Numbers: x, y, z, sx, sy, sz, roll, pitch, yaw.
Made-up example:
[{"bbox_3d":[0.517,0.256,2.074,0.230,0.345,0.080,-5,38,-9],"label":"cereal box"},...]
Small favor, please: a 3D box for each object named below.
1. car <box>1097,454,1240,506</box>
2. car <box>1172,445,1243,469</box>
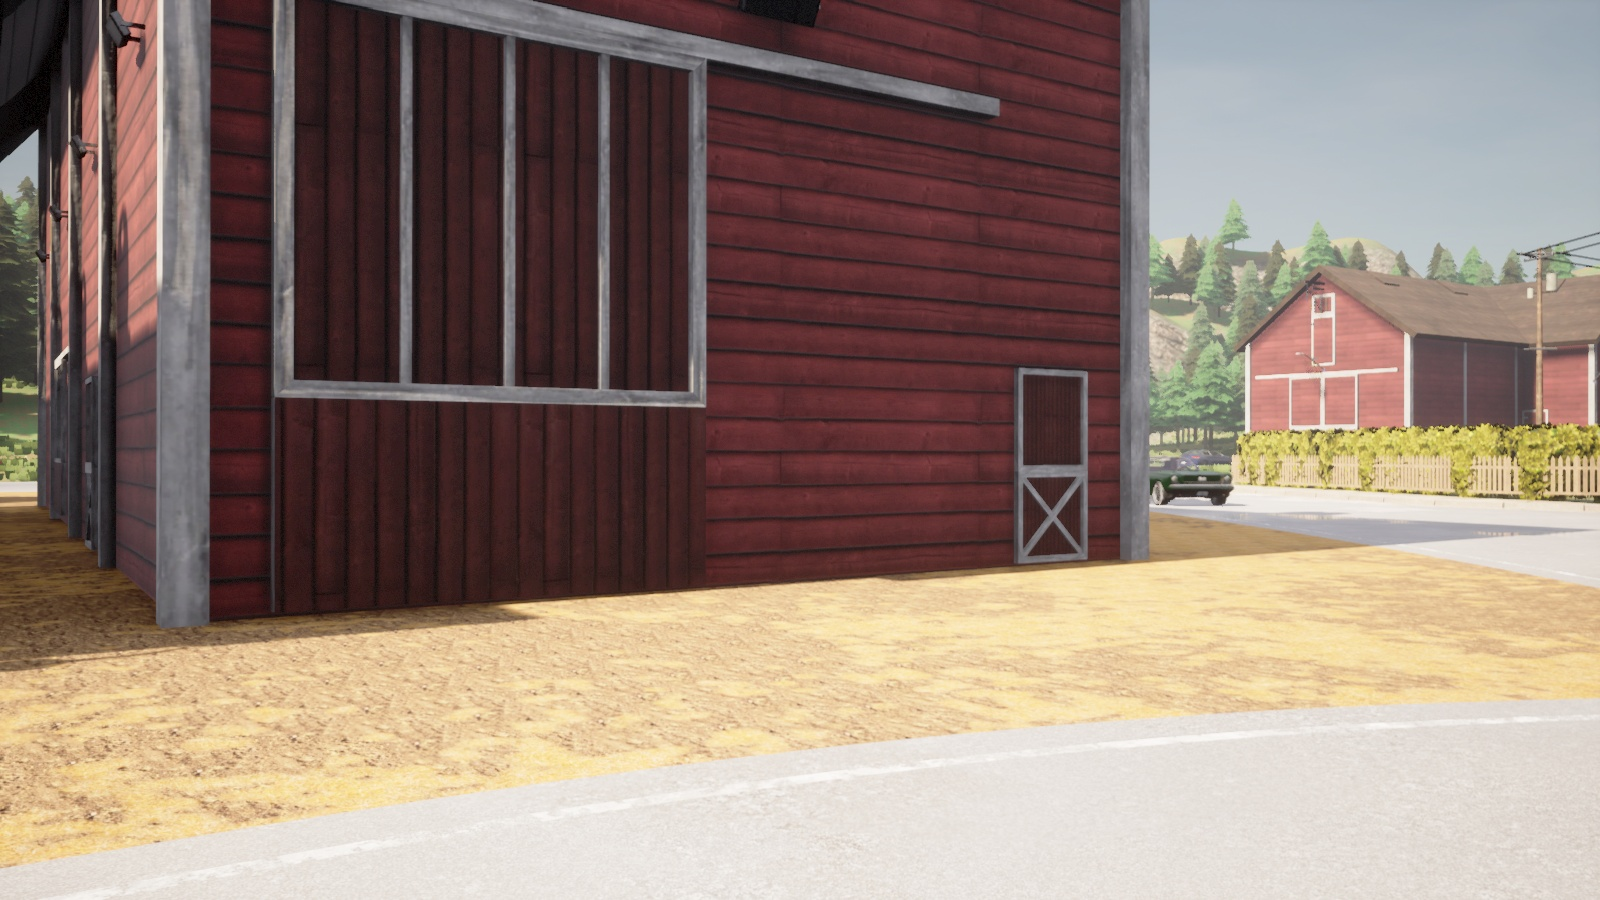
[{"bbox_3d":[9.959,0.770,34.348,1.895,1.301,4.718,0,0,-9],"label":"car"},{"bbox_3d":[29.305,0.498,90.358,5.027,1.651,2.152,0,0,-33],"label":"car"}]
